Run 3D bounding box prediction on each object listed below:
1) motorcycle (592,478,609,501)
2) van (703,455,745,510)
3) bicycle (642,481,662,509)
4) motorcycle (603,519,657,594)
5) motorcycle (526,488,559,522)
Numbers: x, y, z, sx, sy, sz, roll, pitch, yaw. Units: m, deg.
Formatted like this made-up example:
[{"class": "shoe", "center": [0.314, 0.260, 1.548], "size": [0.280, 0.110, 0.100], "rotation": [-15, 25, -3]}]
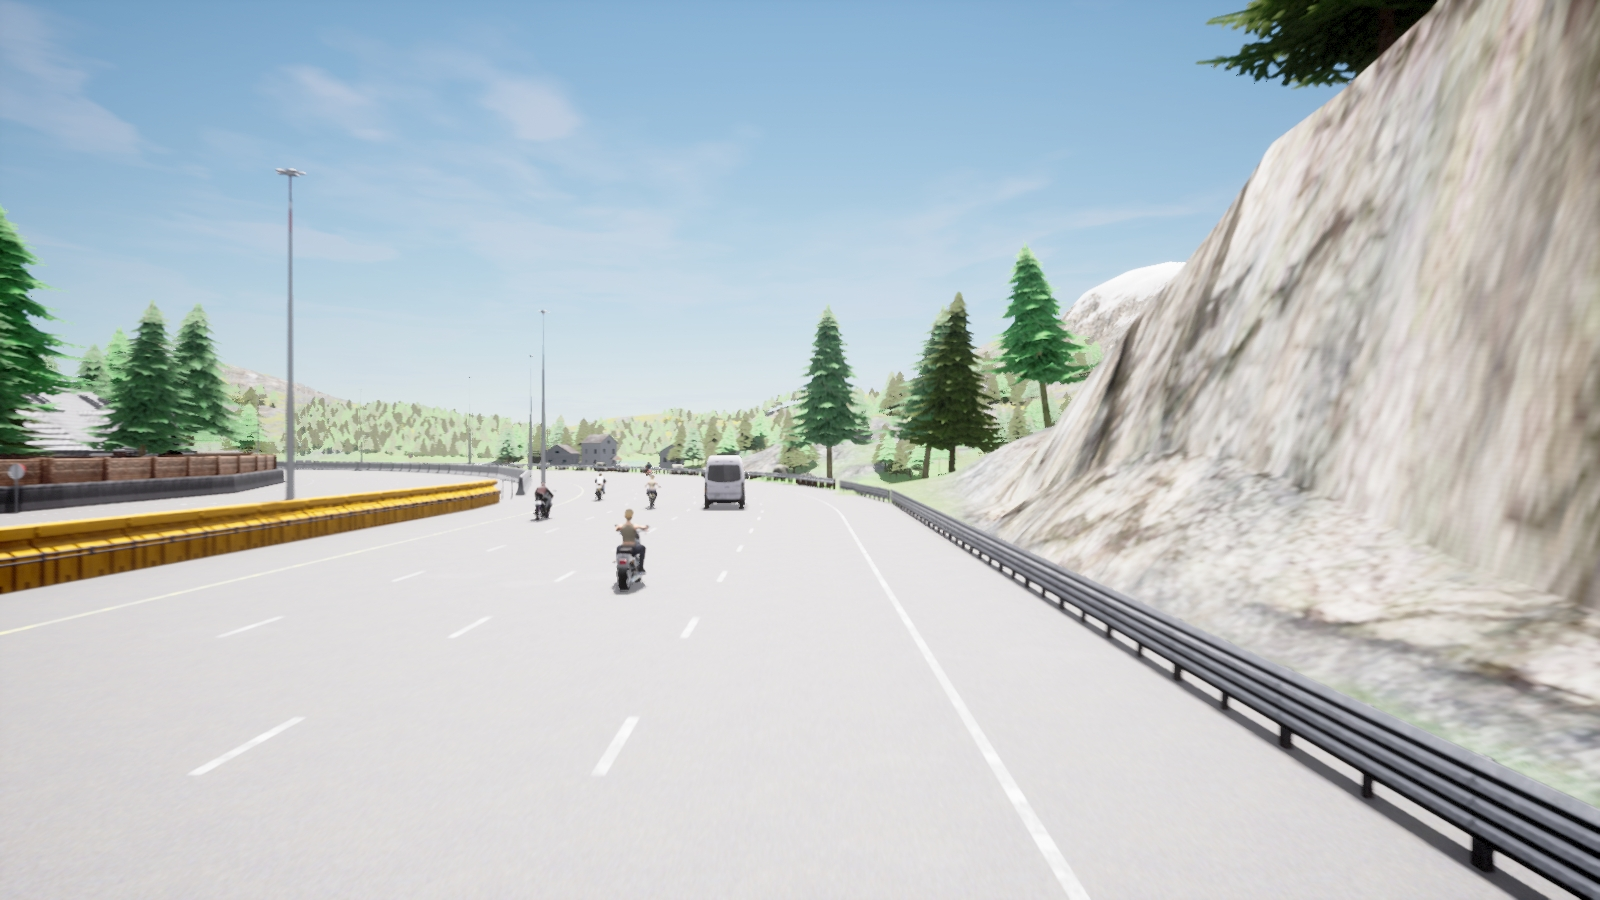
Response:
[{"class": "motorcycle", "center": [-11.311, 2.212, 64.765], "size": [0.803, 1.217, 2.033], "rotation": [0, 0, -5]}, {"class": "van", "center": [-3.761, 1.565, 57.398], "size": [1.988, 2.561, 5.915], "rotation": [0, 0, -3]}, {"class": "bicycle", "center": [-7.151, 2.179, 55.335], "size": [0.859, 1.295, 1.487], "rotation": [0, 0, -2]}, {"class": "motorcycle", "center": [-3.485, 2.159, 23.593], "size": [0.764, 1.325, 2.356], "rotation": [0, 0, 0]}, {"class": "motorcycle", "center": [-10.469, 2.230, 46.539], "size": [0.867, 1.251, 2.209], "rotation": [0, 0, -1]}]
